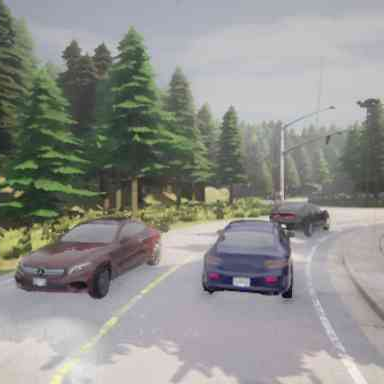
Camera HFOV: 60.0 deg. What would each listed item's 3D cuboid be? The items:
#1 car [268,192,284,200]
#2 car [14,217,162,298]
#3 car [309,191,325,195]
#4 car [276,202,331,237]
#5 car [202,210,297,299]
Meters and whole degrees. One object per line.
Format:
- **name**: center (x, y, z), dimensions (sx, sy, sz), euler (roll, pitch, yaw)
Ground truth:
- **car**: center (14.088, 0.750, 55.418), dimensions (1.837, 1.490, 4.892), euler (0, 1, 29)
- **car**: center (-2.231, 1.405, 8.511), dimensions (1.812, 1.442, 4.674), euler (0, 1, 16)
- **car**: center (25.438, 0.582, 67.706), dimensions (4.674, 1.442, 1.812), euler (-1, 1, -40)
- **car**: center (5.502, 1.267, 16.735), dimensions (1.837, 1.490, 4.892), euler (1, 1, 37)
- **car**: center (1.498, 1.409, 8.172), dimensions (1.812, 1.442, 4.674), euler (0, 1, 15)
